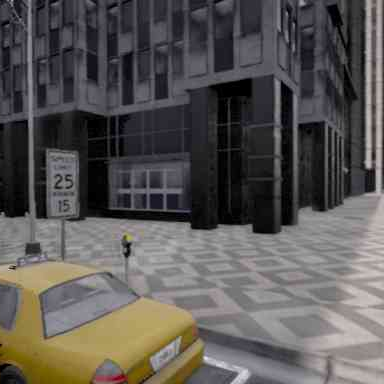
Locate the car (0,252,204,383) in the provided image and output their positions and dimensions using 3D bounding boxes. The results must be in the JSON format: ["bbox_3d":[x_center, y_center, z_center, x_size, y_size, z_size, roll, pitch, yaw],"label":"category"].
[{"bbox_3d":[-2.216,1.473,4.300,4.829,1.417,1.752,0,1,31],"label":"car"}]
